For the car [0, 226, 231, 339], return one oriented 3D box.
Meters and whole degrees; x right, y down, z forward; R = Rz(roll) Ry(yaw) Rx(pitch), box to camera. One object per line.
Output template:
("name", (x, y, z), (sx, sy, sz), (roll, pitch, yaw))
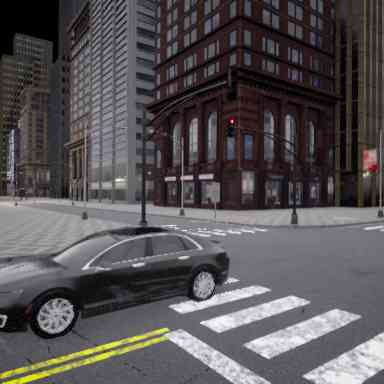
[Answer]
("car", (-1.409, 1.506, 6.677), (4.892, 1.490, 1.837), (0, 0, -36))
